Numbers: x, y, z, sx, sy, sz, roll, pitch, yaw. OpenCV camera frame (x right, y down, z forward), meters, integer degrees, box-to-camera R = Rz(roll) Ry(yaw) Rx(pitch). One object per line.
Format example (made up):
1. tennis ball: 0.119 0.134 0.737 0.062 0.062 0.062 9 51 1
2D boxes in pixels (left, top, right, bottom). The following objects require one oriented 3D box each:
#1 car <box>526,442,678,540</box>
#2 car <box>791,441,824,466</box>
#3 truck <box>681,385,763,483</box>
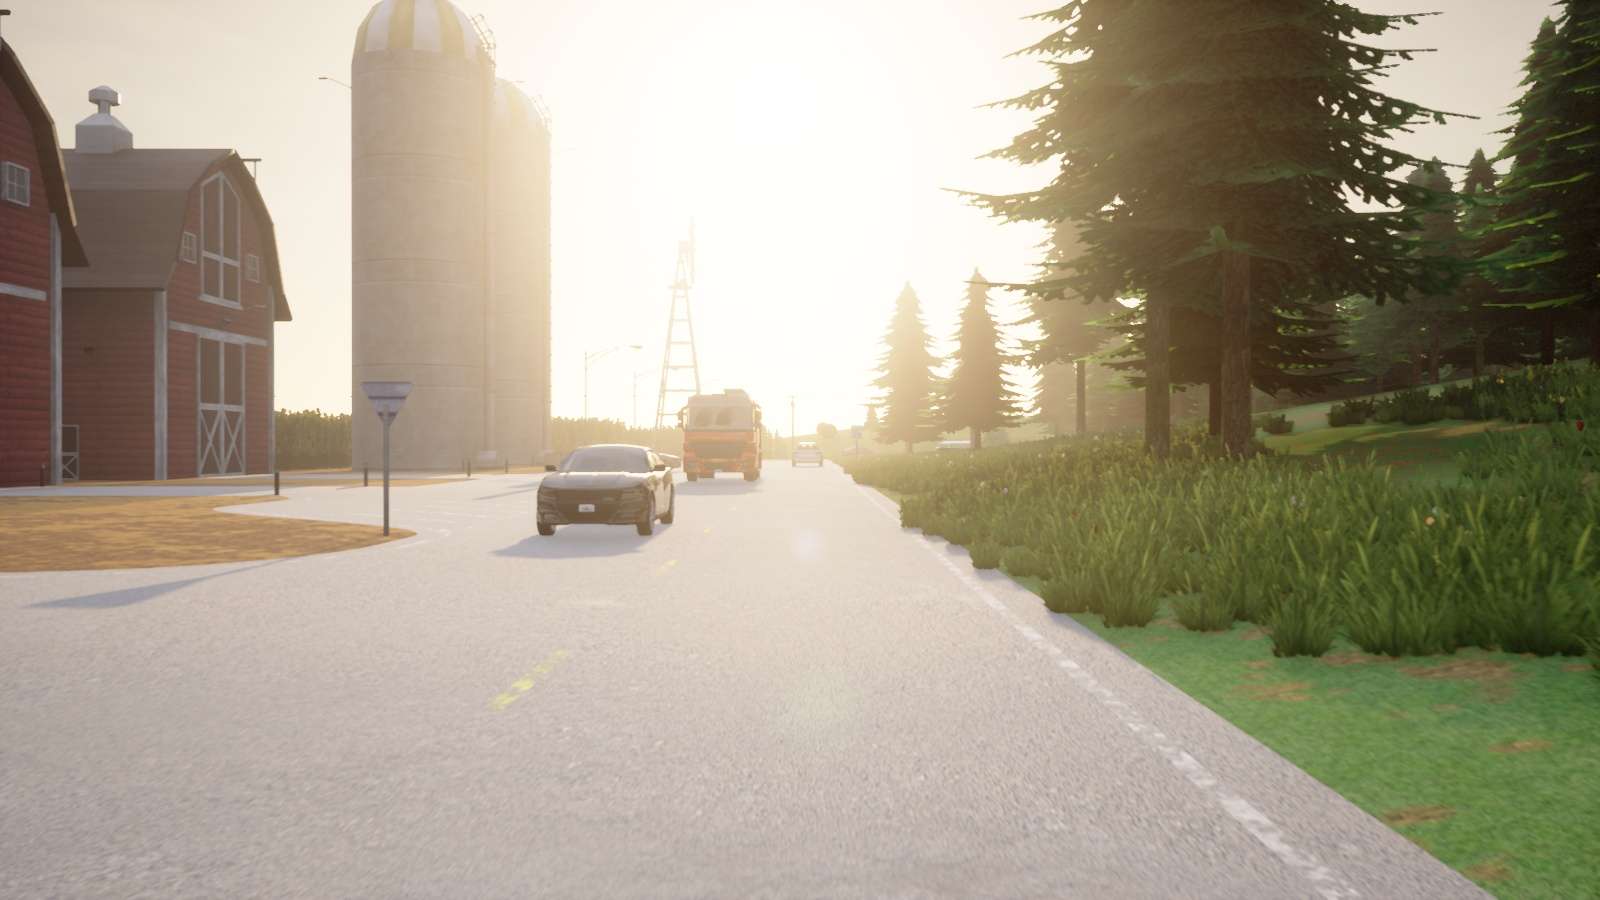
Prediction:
1. car: -3.358 0.632 22.252 1.882 1.535 5.008 0 0 0
2. car: 0.526 0.233 89.202 2.242 1.667 4.611 0 0 0
3. truck: -3.180 -0.634 53.127 2.891 3.827 8.468 0 0 0
